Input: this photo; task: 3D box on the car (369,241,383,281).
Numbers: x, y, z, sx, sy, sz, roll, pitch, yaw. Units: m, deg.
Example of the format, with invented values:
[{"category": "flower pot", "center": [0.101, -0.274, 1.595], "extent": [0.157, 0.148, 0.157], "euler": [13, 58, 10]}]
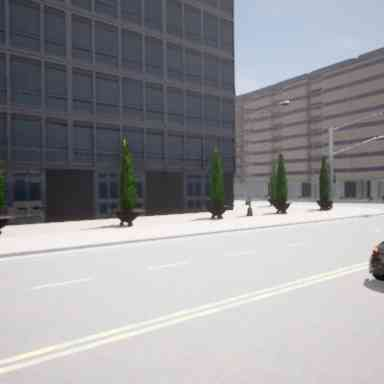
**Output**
[{"category": "car", "center": [6.211, 1.426, 8.177], "extent": [4.181, 1.385, 1.994], "euler": [-1, 1, -35]}]
